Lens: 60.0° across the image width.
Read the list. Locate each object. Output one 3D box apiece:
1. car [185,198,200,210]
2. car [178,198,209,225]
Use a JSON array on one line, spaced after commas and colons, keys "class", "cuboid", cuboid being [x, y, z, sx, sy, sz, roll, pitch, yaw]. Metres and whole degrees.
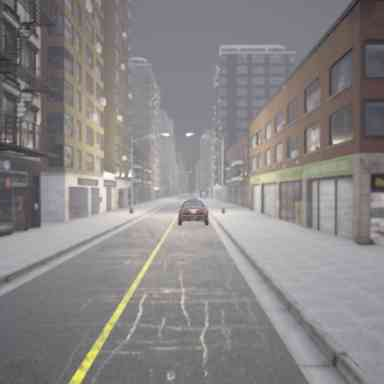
[{"class": "car", "cuboid": [0.068, 1.514, 43.005, 1.812, 1.442, 4.674, 0, 0, 0]}, {"class": "car", "cuboid": [0.091, 1.348, 24.396, 2.097, 1.767, 4.553, 0, 0, 0]}]
